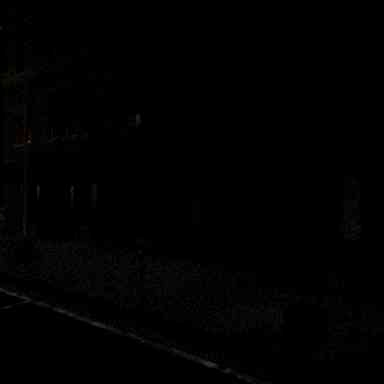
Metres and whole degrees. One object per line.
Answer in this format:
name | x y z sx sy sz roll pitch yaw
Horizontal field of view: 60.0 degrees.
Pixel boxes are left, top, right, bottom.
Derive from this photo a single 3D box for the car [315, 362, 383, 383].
car | 2.489 1.570 1.303 4.313 1.339 1.947 0 0 35
